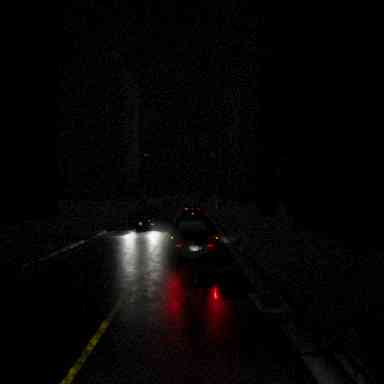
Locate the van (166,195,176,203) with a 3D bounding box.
[{"bbox_3d":[-5.673,1.847,84.499,1.690,1.788,3.998,0,0,0],"label":"van"}]

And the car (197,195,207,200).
[{"bbox_3d":[2.852,2.072,84.446,1.947,1.339,4.313,0,0,0],"label":"car"}]

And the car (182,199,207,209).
[{"bbox_3d":[0.081,1.711,31.282,2.128,1.511,4.902,0,0,0],"label":"car"}]

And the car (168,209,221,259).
[{"bbox_3d":[0.086,1.620,12.816,1.812,1.442,4.674,0,0,0],"label":"car"}]

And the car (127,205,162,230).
[{"bbox_3d":[-3.110,1.666,22.450,1.837,1.490,4.892,0,0,0],"label":"car"}]
